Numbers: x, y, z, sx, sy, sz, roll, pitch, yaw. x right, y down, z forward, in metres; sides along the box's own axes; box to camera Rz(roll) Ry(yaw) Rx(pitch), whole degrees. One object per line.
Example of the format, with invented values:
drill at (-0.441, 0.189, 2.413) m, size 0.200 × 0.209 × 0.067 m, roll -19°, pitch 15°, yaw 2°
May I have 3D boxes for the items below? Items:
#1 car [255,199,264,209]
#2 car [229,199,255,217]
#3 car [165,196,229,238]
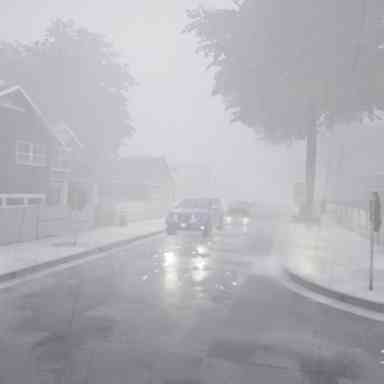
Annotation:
car at (9.834, 1.827, 50.312) m, size 1.994 × 1.385 × 4.181 m, roll 1°, pitch 0°, yaw 16°
car at (4.898, 1.596, 33.947) m, size 1.882 × 1.535 × 5.008 m, roll 1°, pitch 0°, yaw 17°
car at (0.360, 1.250, 18.585) m, size 2.150 × 2.045 × 5.566 m, roll 1°, pitch 0°, yaw 16°
